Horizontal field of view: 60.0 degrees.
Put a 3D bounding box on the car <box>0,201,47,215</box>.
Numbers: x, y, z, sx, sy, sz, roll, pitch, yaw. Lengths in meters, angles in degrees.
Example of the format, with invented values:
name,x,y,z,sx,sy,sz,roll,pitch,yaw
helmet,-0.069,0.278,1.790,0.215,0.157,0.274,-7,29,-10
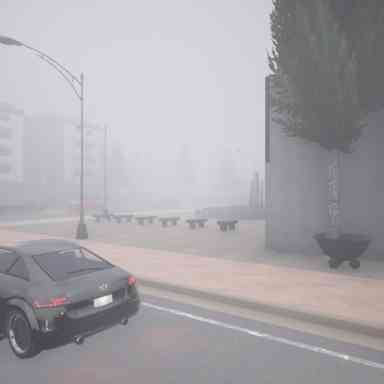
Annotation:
name,x,y,z,sx,sy,sz,roll,pitch,yaw
car,-17.651,1.601,34.352,1.895,1.301,4.718,0,0,33

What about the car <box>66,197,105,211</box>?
name,x,y,z,sx,sy,sz,roll,pitch,yaw
car,-13.090,1.352,40.855,2.097,1.767,4.553,0,0,38

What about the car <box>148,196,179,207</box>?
name,x,y,z,sx,sy,sz,roll,pitch,yaw
car,-4.297,1.352,49.932,4.553,1.767,2.097,0,0,-36

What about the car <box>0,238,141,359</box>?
name,x,y,z,sx,sy,sz,roll,pitch,yaw
car,-2.929,1.564,6.047,4.181,1.385,1.994,0,0,36
